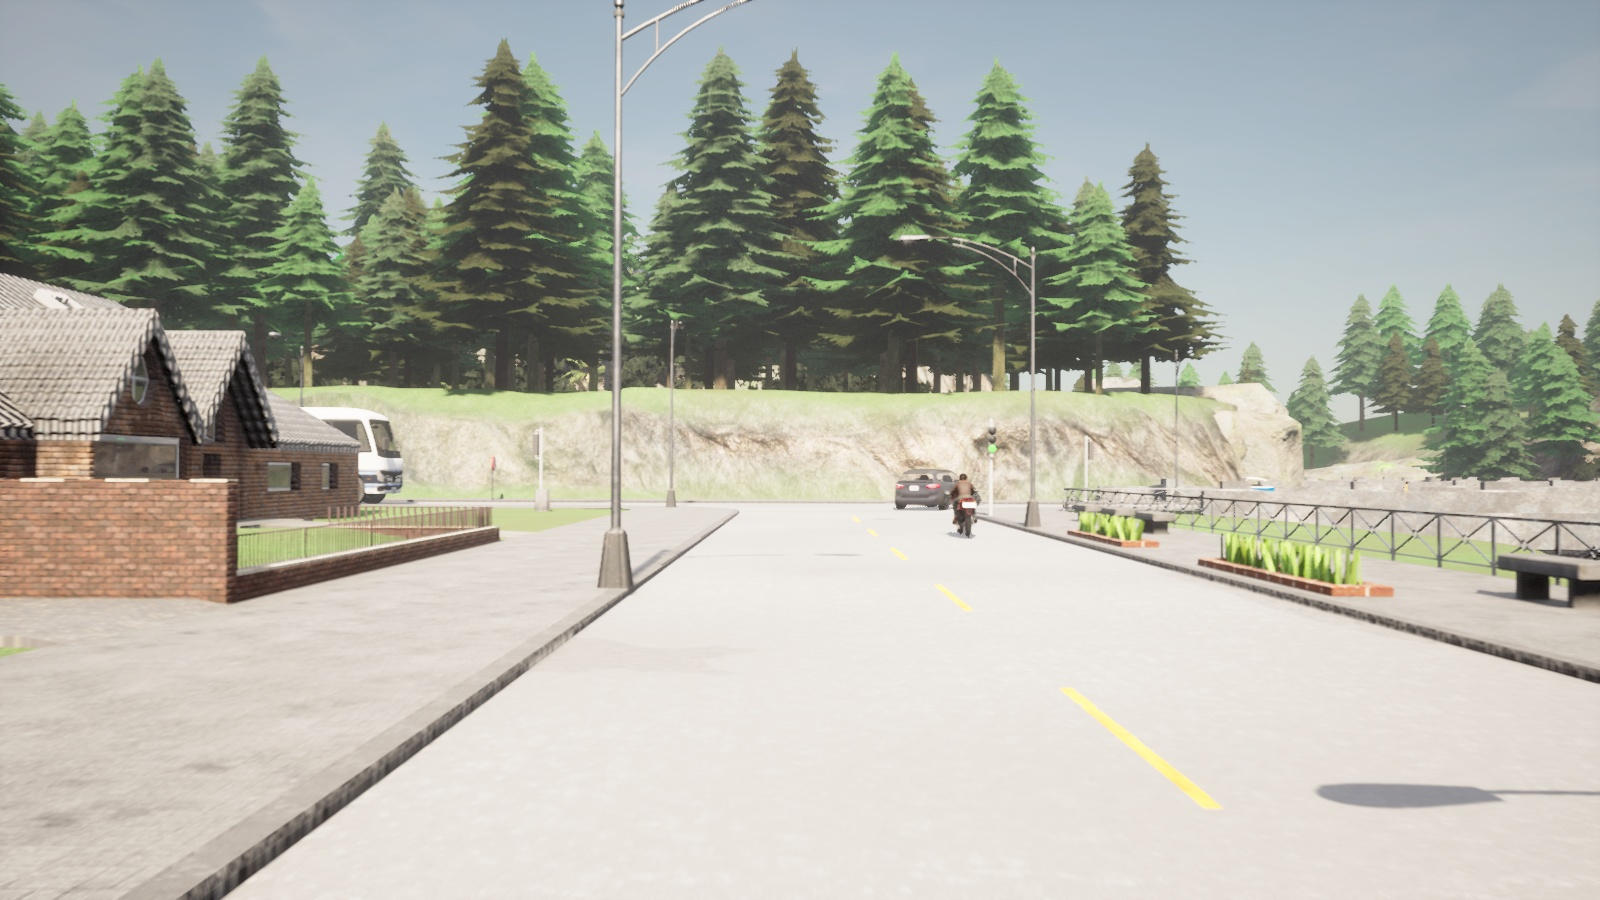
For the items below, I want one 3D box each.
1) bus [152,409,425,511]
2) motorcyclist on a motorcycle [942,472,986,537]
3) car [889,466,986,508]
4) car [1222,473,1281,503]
[{"bbox_3d":[-22.063,0.442,54.723,10.273,4.253,3.944,0,-1,0],"label":"bus"},{"bbox_3d":[3.929,1.287,30.226,0.797,1.523,2.044,0,-1,0],"label":"motorcyclist on a motorcycle"},{"bbox_3d":[5.790,1.512,52.347,2.242,1.667,4.611,-1,-1,32],"label":"car"},{"bbox_3d":[21.137,1.769,58.796,2.207,1.376,1.481,0,-1,0],"label":"car"}]
